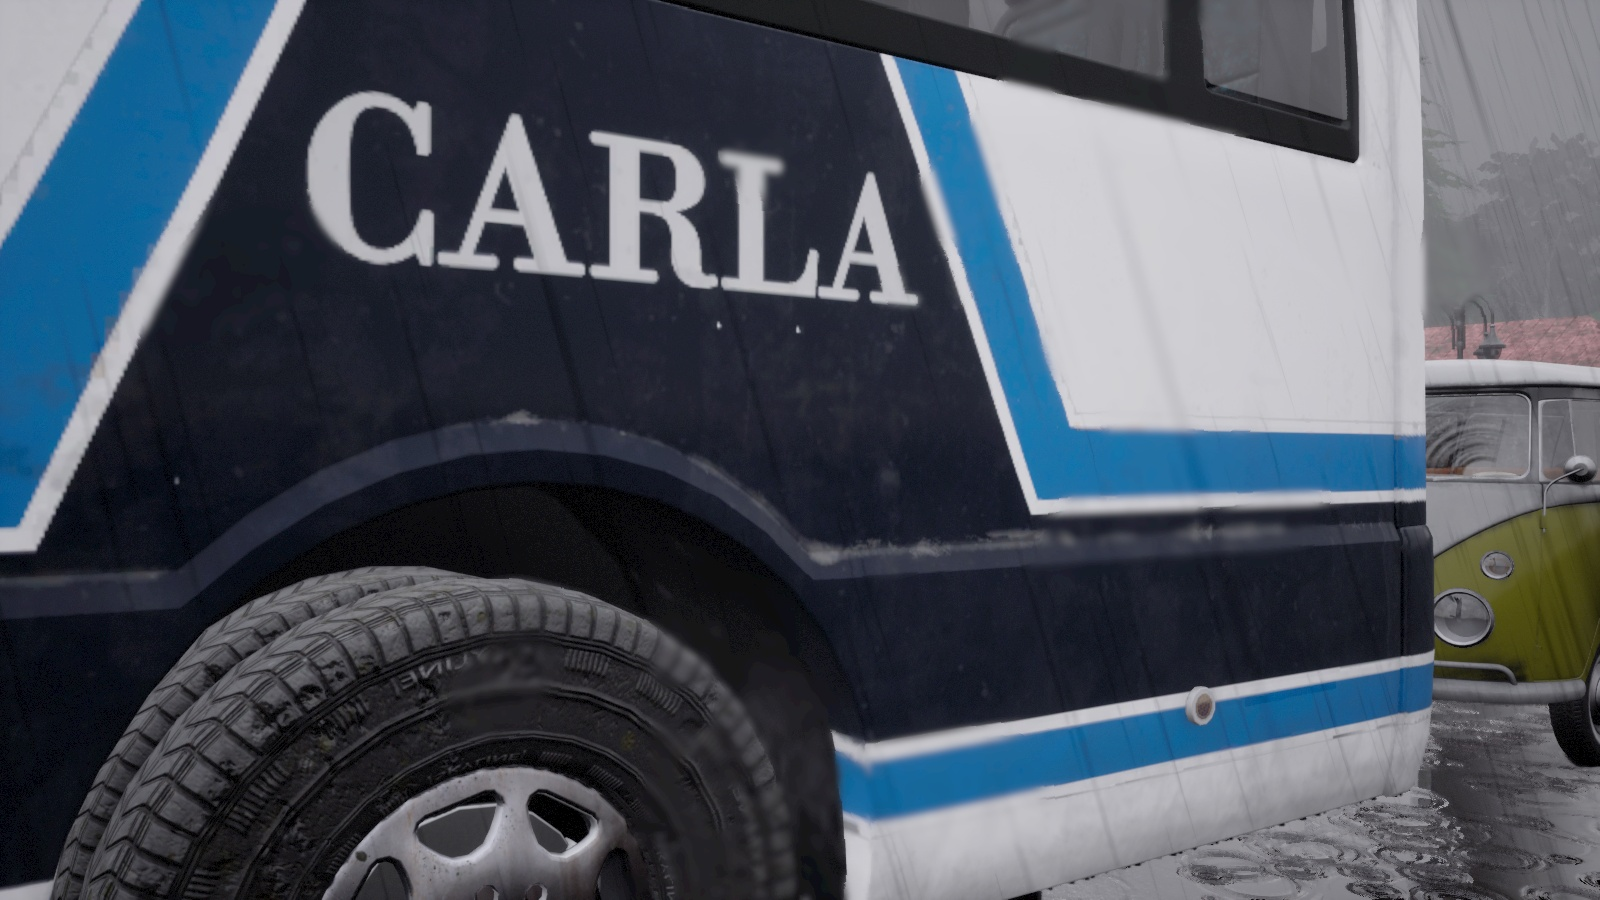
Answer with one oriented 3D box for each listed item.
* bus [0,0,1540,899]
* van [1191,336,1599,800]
[{"bbox_3d":[-3.492,-0.620,1.849,10.273,4.253,3.944,0,0,-35],"label":"bus"},{"bbox_3d":[4.461,0.506,7.382,4.442,1.987,1.775,0,0,-35],"label":"van"}]
